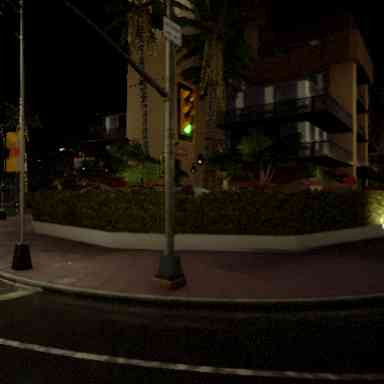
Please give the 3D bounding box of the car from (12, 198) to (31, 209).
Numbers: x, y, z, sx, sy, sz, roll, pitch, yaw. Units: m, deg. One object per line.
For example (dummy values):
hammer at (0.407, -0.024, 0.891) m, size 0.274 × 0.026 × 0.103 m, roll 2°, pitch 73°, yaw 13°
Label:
car at (-21.987, 1.516, 44.649) m, size 1.994 × 1.385 × 4.181 m, roll 0°, pitch 0°, yaw 13°
